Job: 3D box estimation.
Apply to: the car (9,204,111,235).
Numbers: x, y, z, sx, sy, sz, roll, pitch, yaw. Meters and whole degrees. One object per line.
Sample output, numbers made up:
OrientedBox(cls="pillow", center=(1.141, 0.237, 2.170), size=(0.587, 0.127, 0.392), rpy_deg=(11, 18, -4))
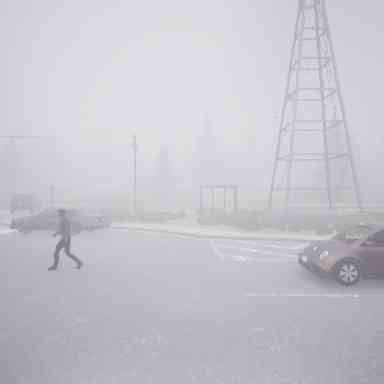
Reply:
OrientedBox(cls="car", center=(-7.251, 1.548, 18.438), size=(5.357, 1.411, 2.033), rpy_deg=(0, 0, 11))

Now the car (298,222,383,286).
OrientedBox(cls="car", center=(4.890, 1.521, 8.735), size=(3.905, 1.438, 1.784), rpy_deg=(0, 0, 0))

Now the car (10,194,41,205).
OrientedBox(cls="car", center=(-18.025, 1.222, 36.146), size=(2.150, 2.045, 5.566), rpy_deg=(0, 0, -15))

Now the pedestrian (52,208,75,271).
OrientedBox(cls="pedestrian", center=(-3.642, 1.294, 9.420), size=(0.375, 1.860, 0.375), rpy_deg=(0, 0, -5))
